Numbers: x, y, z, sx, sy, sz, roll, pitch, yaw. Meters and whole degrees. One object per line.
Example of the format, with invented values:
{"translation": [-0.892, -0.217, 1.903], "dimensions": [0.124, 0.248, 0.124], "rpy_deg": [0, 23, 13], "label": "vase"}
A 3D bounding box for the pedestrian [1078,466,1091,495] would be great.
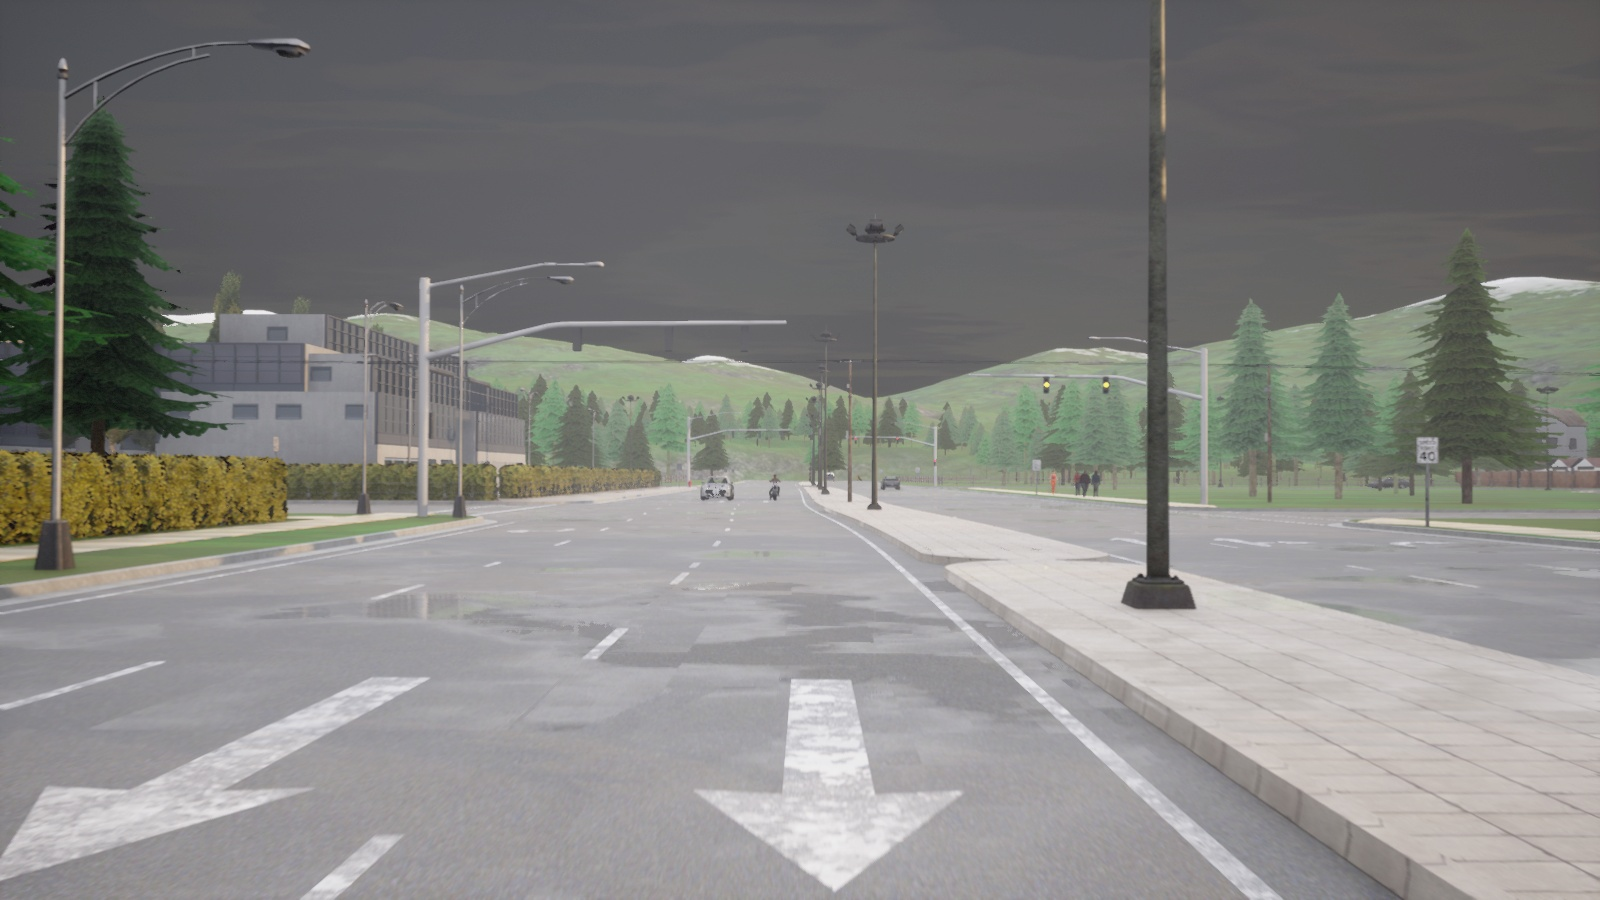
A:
{"translation": [18.528, 1.993, 81.786], "dimensions": [0.634, 1.844, 0.899], "rpy_deg": [0, -1, 0], "label": "pedestrian"}

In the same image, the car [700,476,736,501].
{"translation": [-5.011, 2.320, 76.974], "dimensions": [1.970, 1.475, 3.806], "rpy_deg": [0, -1, 0], "label": "car"}
